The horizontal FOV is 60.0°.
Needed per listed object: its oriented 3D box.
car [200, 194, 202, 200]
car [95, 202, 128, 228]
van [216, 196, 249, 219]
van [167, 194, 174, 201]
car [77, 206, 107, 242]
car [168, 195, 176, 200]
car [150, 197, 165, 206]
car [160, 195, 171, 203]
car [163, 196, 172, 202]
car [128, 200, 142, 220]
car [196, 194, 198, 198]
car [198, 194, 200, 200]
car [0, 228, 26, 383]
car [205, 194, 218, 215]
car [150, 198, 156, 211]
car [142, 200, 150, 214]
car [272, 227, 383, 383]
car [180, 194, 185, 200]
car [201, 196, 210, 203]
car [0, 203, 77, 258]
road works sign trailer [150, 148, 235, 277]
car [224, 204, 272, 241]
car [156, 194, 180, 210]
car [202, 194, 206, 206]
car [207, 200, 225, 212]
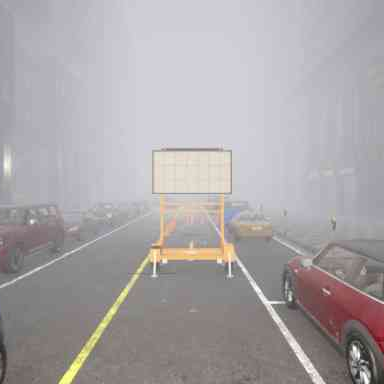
[{"bbox_3d":[2.798,1.456,55.551,1.967,1.590,4.097,0,0,0],"label":"car"},{"bbox_3d":[-5.750,1.440,21.933,1.967,1.590,4.097,0,0,0],"label":"car"},{"bbox_3d":[2.775,1.342,21.941,1.690,1.788,3.998,0,0,0],"label":"van"},{"bbox_3d":[-5.703,1.380,89.159,1.690,1.788,3.998,0,0,0],"label":"van"},{"bbox_3d":[-5.754,1.582,16.331,1.802,1.307,4.206,0,0,0],"label":"car"},{"bbox_3d":[-5.699,1.588,94.761,1.887,1.381,4.507,0,0,0],"label":"car"},{"bbox_3d":[-5.727,1.561,55.546,1.887,1.381,4.507,0,0,0],"label":"car"},{"bbox_3d":[-5.715,1.467,72.352,1.967,1.590,4.097,0,0,0],"label":"car"},{"bbox_3d":[-5.711,1.576,77.954,1.887,1.381,4.507,0,0,0],"label":"car"},{"bbox_3d":[-5.746,1.552,27.536,2.008,1.369,4.403,0,0,0],"label":"car"},{"bbox_3d":[2.822,1.584,89.161,1.887,1.381,4.507,0,0,0],"label":"car"},{"bbox_3d":[2.806,1.464,66.754,1.967,1.590,4.097,0,0,0],"label":"car"},{"bbox_3d":[-3.099,1.352,1.774,2.097,1.767,4.553,0,0,0],"label":"car"},{"bbox_3d":[2.782,1.319,33.144,2.192,1.841,5.009,0,0,0],"label":"car"},{"bbox_3d":[-5.738,1.572,38.739,1.947,1.339,4.313,0,0,0],"label":"car"},{"bbox_3d":[-5.742,1.569,33.137,1.947,1.339,4.313,0,0,0],"label":"car"},{"bbox_3d":[2.763,1.440,5.135,1.967,1.590,4.097,0,0,0],"label":"car"},{"bbox_3d":[-2.937,1.521,90.184,1.882,1.535,5.008,0,0,0],"label":"car"},{"bbox_3d":[2.811,1.610,72.356,1.802,1.307,4.206,0,0,0],"label":"car"},{"bbox_3d":[-5.758,1.314,10.729,2.192,1.841,5.009,0,0,0],"label":"car"},{"bbox_3d":[0.007,0.464,10.181,2.380,3.560,2.880,0,0,0],"label":"road works sign trailer"},{"bbox_3d":[2.771,1.525,16.510,1.752,1.417,4.829,0,0,0],"label":"car"},{"bbox_3d":[-3.068,1.360,43.472,2.097,1.767,4.553,0,0,0],"label":"car"},{"bbox_3d":[2.790,1.324,44.348,2.192,1.841,5.009,0,0,0],"label":"car"},{"bbox_3d":[2.787,1.588,38.746,1.802,1.307,4.206,0,0,0],"label":"car"}]
